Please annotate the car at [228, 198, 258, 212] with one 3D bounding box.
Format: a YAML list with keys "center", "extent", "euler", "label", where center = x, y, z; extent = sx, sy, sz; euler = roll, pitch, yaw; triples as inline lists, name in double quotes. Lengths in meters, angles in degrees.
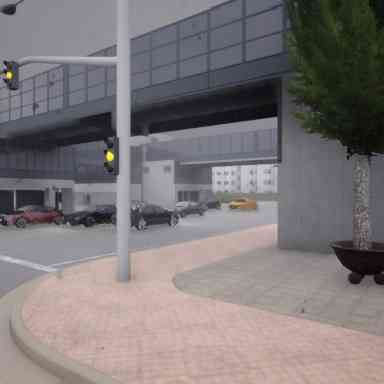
- center: [6.122, 1.478, 39.600]
  extent: [1.882, 1.535, 5.008]
  euler: [0, 0, 36]
  label: "car"

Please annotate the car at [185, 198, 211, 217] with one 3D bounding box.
- center: [-0.507, 1.526, 30.459]
  extent: [1.812, 1.442, 4.674]
  euler: [0, 0, 36]
  label: "car"

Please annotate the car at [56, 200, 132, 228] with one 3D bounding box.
- center: [-6.114, 1.547, 22.726]
  extent: [2.033, 1.411, 5.357]
  euler: [0, 0, 36]
  label: "car"

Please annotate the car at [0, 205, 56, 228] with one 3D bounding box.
- center: [-10.702, 1.564, 22.356]
  extent: [1.994, 1.385, 4.181]
  euler: [0, 0, 36]
  label: "car"

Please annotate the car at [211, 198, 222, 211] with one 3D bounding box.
- center: [1.668, 1.492, 39.428]
  extent: [2.128, 1.511, 4.902]
  euler: [0, 0, 36]
  label: "car"

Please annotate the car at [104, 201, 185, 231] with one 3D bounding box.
- center: [-2.819, 1.505, 20.954]
  extent: [1.837, 1.490, 4.892]
  euler: [0, 0, 36]
  label: "car"
